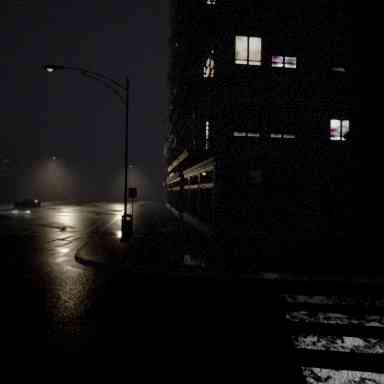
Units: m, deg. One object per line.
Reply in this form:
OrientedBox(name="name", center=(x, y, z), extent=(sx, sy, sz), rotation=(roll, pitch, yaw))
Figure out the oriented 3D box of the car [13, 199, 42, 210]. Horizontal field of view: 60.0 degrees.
OrientedBox(name="car", center=(-20.740, 1.492, 42.051), extent=(1.895, 1.301, 4.718), rotation=(1, 0, -7))
